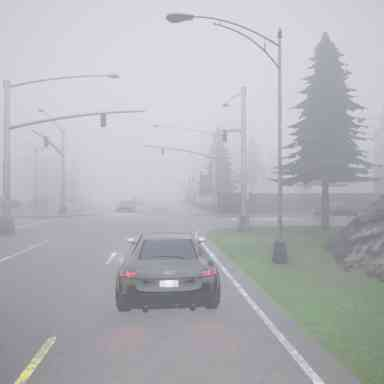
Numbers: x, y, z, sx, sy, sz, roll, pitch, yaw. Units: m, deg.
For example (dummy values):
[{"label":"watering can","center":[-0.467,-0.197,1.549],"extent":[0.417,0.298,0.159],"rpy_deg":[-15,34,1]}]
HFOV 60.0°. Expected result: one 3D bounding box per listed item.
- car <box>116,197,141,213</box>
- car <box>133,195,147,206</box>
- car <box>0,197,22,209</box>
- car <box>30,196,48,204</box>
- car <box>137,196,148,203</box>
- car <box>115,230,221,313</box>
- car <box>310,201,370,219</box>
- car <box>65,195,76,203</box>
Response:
[{"label":"car","center":[-7.184,1.547,36.818],"extent":[2.033,1.411,5.357],"rpy_deg":[0,0,-4]},{"label":"car","center":[-8.759,1.352,53.570],"extent":[2.097,1.767,4.553],"rpy_deg":[0,0,-5]},{"label":"car","center":[-21.450,1.339,38.429],"extent":[2.007,1.523,4.514],"rpy_deg":[0,0,-5]},{"label":"car","center":[-26.068,1.384,56.706],"extent":[1.970,1.475,3.806],"rpy_deg":[0,0,-5]},{"label":"car","center":[-10.168,1.537,68.811],"extent":[1.994,1.385,4.181],"rpy_deg":[0,0,-6]},{"label":"car","center":[-0.584,1.564,7.784],"extent":[1.994,1.385,4.181],"rpy_deg":[0,0,-5]},{"label":"car","center":[12.626,1.491,28.457],"extent":[4.902,1.511,2.128],"rpy_deg":[0,0,-7]},{"label":"car","center":[-23.754,1.374,64.361],"extent":[1.845,1.501,3.633],"rpy_deg":[0,0,-5]}]
